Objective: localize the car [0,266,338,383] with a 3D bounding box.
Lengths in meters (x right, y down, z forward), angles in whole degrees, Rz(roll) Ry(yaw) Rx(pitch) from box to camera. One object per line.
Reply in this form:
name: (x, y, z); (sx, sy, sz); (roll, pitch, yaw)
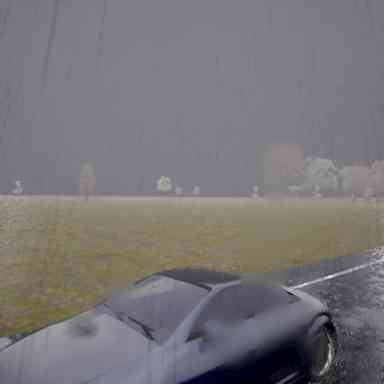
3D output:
car: (-0.050, 1.672, 3.928); (4.181, 1.385, 1.994); (1, -2, -41)
